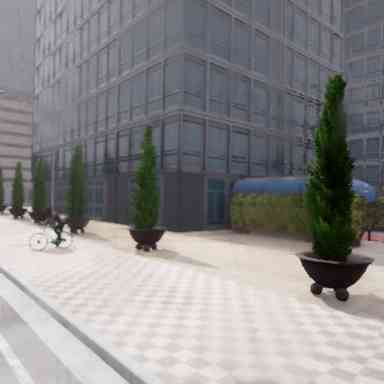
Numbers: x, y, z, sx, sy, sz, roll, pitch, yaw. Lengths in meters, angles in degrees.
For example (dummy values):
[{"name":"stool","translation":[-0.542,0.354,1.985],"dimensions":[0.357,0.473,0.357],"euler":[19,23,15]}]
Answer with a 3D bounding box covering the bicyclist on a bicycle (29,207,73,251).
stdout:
[{"name":"bicyclist on a bicycle","translation":[-5.367,1.418,12.778],"dimensions":[1.656,1.620,0.582],"euler":[2,-1,-41]}]
